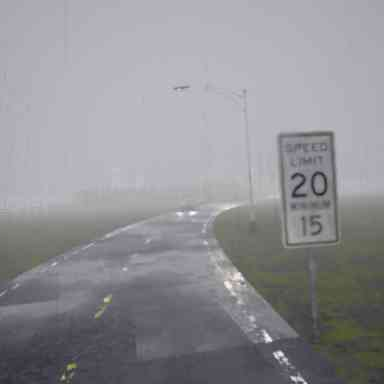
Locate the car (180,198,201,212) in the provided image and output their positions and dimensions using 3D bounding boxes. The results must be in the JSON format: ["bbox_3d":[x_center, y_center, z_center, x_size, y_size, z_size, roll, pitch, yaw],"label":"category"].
[{"bbox_3d":[-0.158,1.553,41.119,1.837,1.490,4.892,-3,0,13],"label":"car"}]
